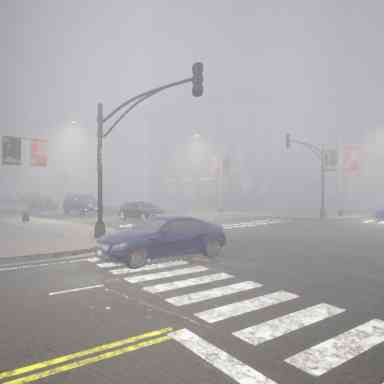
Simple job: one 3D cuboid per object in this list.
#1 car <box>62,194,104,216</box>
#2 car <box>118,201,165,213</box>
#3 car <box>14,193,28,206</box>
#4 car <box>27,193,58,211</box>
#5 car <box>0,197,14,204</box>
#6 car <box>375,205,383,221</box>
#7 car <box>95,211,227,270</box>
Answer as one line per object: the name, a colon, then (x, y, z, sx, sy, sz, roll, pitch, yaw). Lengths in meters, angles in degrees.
car: (-11.021, 1.208, 33.446, 2.150, 2.045, 5.566, 0, 0, -45)
car: (-4.013, 1.495, 26.412, 1.837, 1.490, 4.892, 0, 0, -44)
car: (-26.039, 1.199, 53.402, 5.566, 2.045, 2.150, 0, 0, 45)
car: (-18.109, 1.333, 40.569, 2.097, 1.767, 4.553, 0, 0, -45)
car: (-33.616, 1.532, 61.001, 1.994, 1.385, 4.181, 0, 0, -45)
car: (16.404, 1.490, 26.641, 5.008, 1.535, 1.882, 0, 0, -42)
car: (-0.859, 1.526, 11.197, 4.674, 1.442, 1.812, 0, 0, -37)
